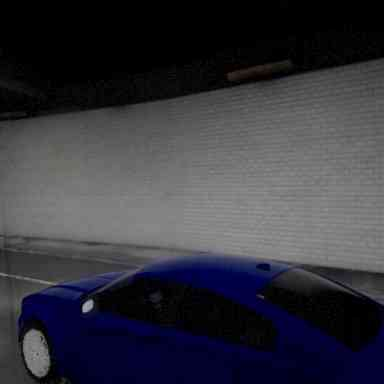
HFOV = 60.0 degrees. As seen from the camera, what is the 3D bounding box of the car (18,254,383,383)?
[{"bbox_3d":[0.022,1.464,3.731,5.008,1.535,1.882,0,0,35],"label":"car"}]
